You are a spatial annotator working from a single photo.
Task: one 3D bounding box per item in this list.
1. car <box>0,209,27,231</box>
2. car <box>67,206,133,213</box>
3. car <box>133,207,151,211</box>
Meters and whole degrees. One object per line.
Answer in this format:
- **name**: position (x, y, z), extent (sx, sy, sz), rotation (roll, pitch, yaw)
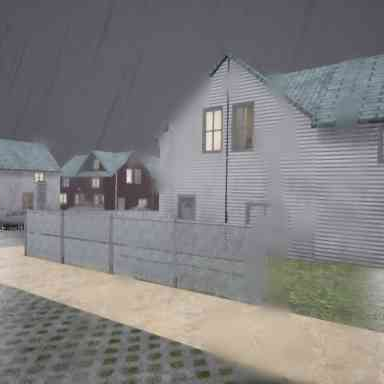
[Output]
- **car**: position (-11.577, 1.781, 21.060), extent (1.994, 1.385, 4.181), rotation (2, 0, 36)
- **car**: position (-6.686, 1.728, 22.906), extent (2.097, 1.767, 4.553), rotation (2, 0, 37)
- **car**: position (-5.067, 2.056, 29.934), extent (1.895, 1.301, 4.718), rotation (2, 0, 37)
